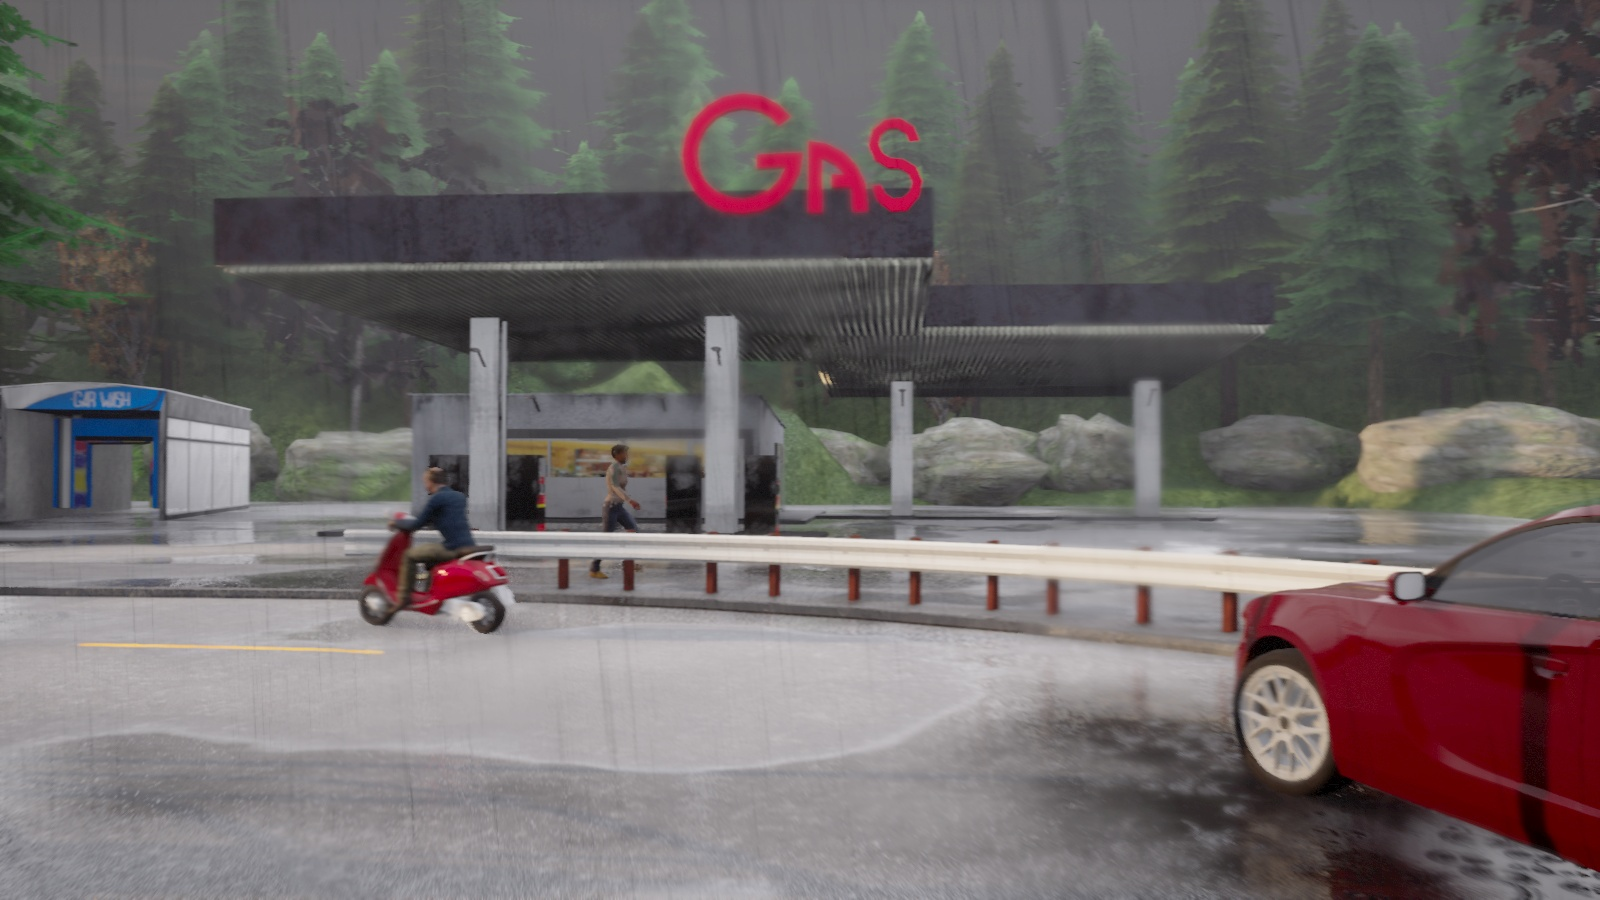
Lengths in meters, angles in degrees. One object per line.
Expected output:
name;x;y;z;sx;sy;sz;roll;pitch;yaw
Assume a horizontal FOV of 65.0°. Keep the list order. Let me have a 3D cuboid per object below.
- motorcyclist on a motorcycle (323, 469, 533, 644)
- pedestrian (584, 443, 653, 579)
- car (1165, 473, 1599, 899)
motorcyclist on a motorcycle;-3.636;0.995;12.283;1.817;1.590;0.866;-1;0;24
pedestrian;-2.451;0.822;16.963;0.869;1.805;0.328;0;-1;12
car;3.512;0.859;4.866;1.882;1.535;5.008;0;-1;-12
